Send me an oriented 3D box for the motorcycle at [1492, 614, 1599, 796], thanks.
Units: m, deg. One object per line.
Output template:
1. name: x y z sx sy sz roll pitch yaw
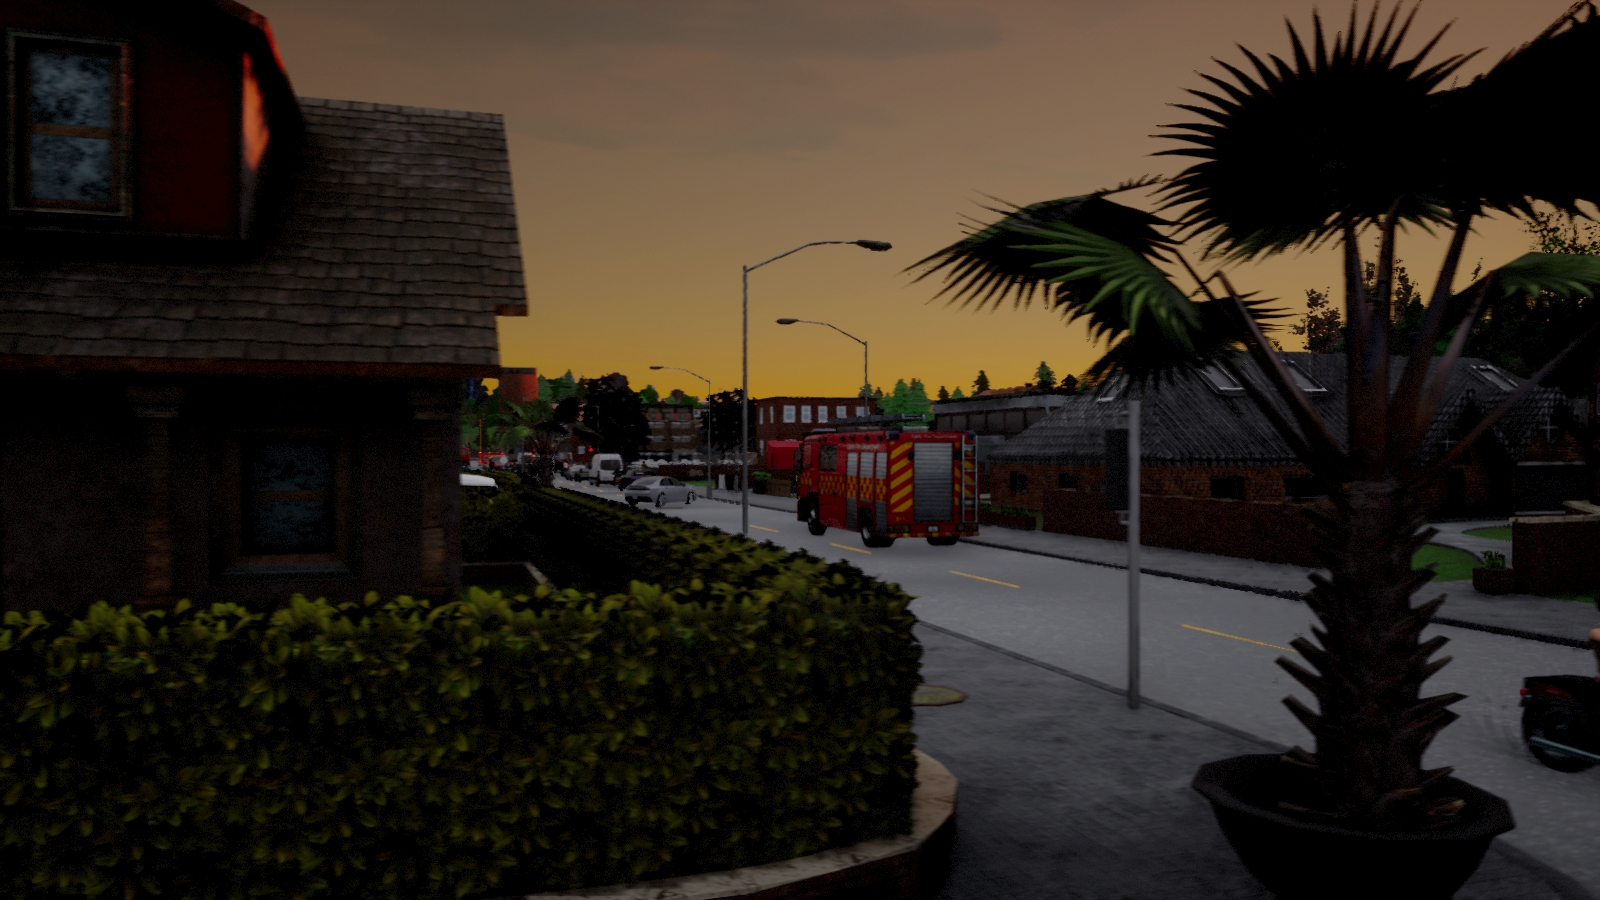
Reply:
1. motorcycle: 6.905 2.159 9.225 0.764 1.307 2.356 0 0 -16

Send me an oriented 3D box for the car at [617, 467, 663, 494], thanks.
1. car: -10.713 2.011 76.135 2.242 1.667 4.611 0 0 -18

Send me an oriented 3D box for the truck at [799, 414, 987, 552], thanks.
1. truck: 2.641 0.910 36.129 2.891 3.827 8.468 0 0 -18

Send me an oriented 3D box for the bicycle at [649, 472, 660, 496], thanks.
1. bicycle: -9.052 2.100 71.171 0.329 1.471 1.835 0 0 -18

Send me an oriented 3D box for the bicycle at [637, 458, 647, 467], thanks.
1. bicycle: -27.102 2.167 196.320 1.643 1.496 0.373 0 0 -18

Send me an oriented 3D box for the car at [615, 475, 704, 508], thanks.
1. car: -7.090 2.094 58.289 2.231 1.480 4.892 1 0 25
